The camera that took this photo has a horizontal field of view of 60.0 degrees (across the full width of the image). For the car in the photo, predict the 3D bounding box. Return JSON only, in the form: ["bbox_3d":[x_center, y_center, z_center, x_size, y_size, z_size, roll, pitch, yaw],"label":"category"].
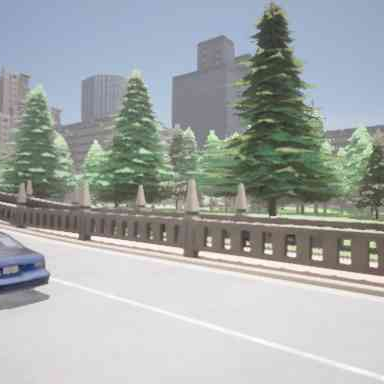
[{"bbox_3d":[-5.621,1.608,8.253,5.357,1.411,2.033,0,-1,38],"label":"car"}]
